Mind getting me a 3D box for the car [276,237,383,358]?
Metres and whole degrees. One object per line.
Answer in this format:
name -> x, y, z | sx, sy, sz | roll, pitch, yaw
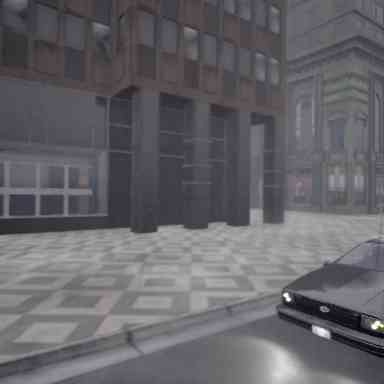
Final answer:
car -> 3.985, 1.597, 6.214 | 5.357, 1.411, 2.033 | 1, 0, -35
